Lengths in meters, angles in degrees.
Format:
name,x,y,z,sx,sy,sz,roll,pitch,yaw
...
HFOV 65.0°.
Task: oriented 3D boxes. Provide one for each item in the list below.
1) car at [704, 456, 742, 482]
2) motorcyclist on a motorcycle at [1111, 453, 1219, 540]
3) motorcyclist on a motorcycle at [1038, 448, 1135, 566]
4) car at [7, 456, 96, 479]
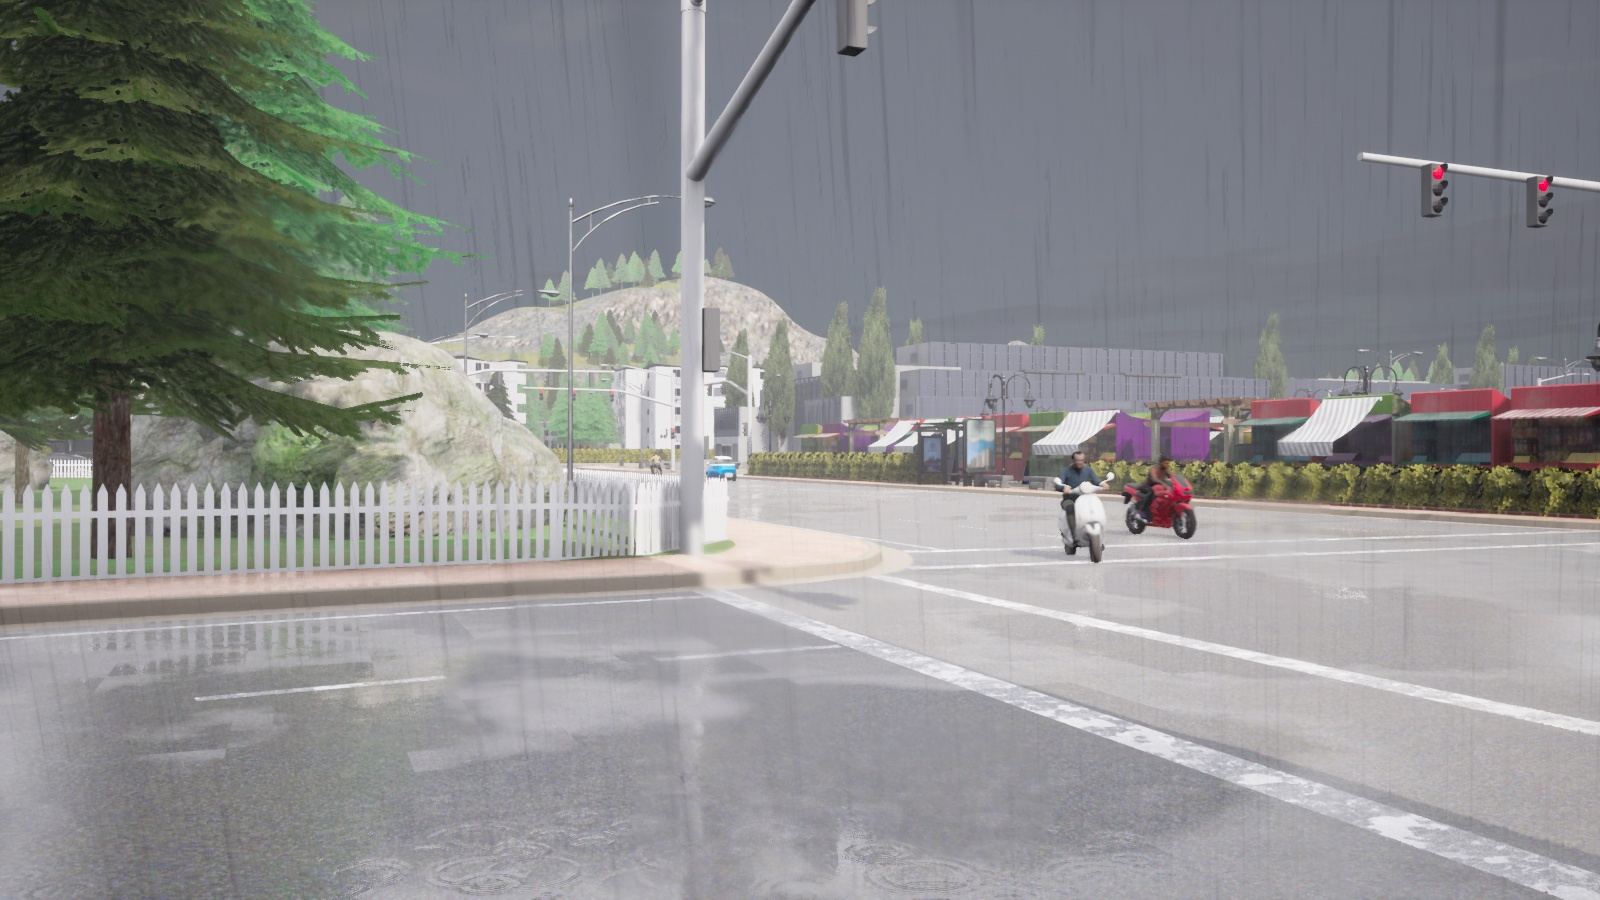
name,x,y,z,sx,sy,sz,roll,pitch,yaw
car,-4.246,1.033,68.992,1.481,1.376,2.207,0,0,-22
motorcyclist on a motorcycle,6.709,0.825,23.196,0.797,1.523,2.044,0,0,-22
motorcyclist on a motorcycle,4.128,0.789,18.260,0.866,1.590,1.817,-2,0,-2
car,-48.071,1.126,80.777,4.674,1.442,1.812,0,0,-21
